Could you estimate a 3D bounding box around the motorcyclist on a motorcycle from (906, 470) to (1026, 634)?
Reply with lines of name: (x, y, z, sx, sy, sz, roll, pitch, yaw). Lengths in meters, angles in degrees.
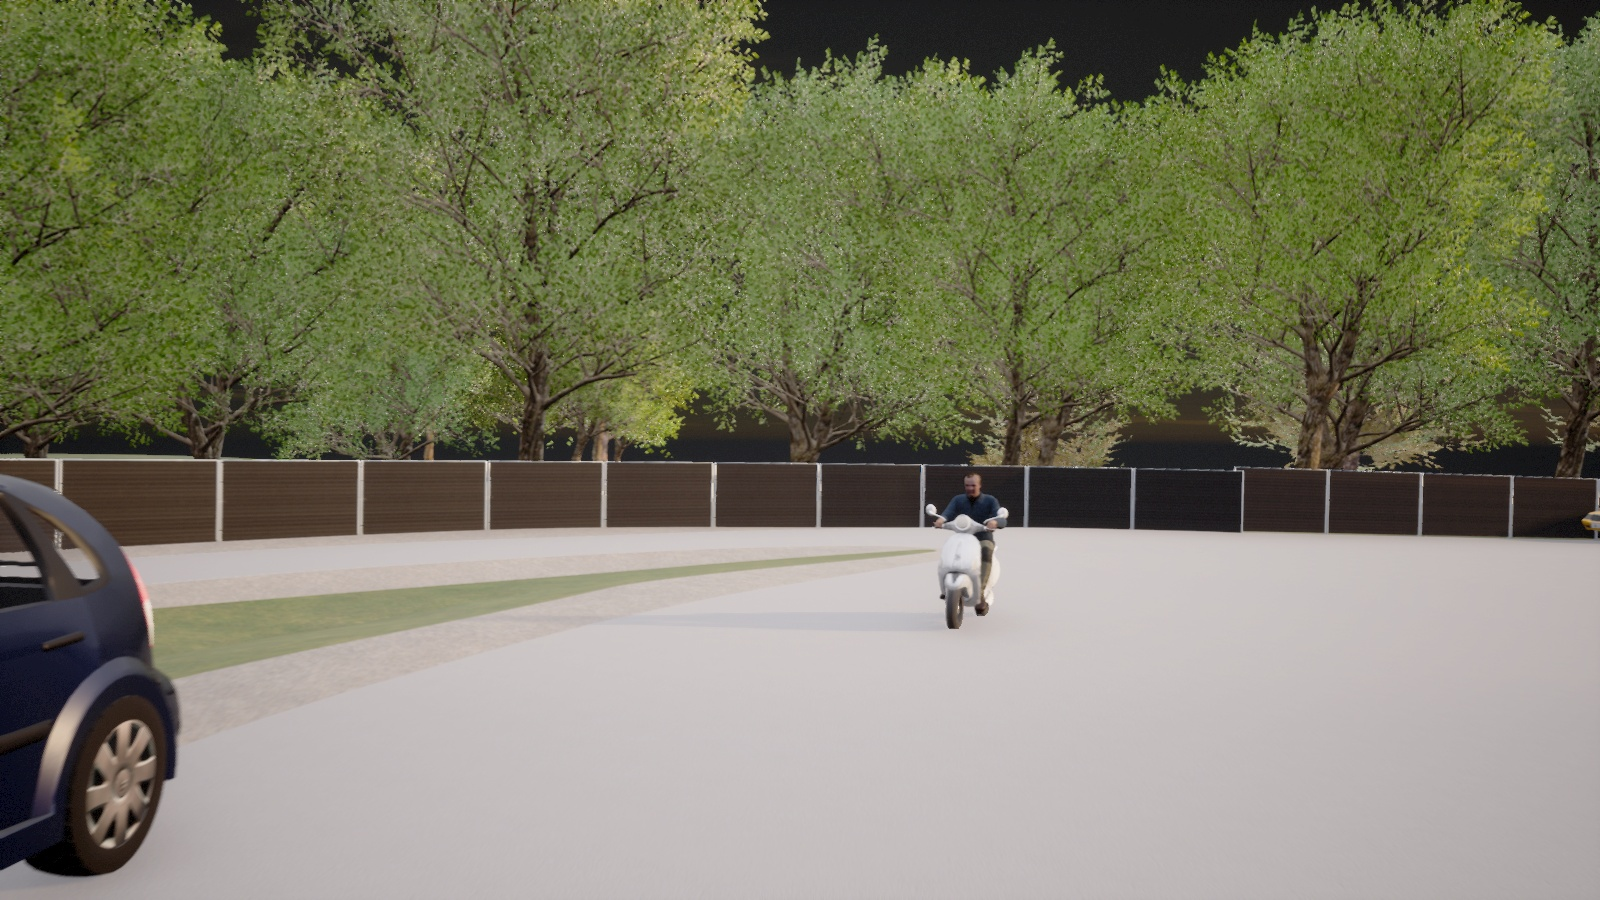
motorcyclist on a motorcycle: (1.789, 1.020, 13.295, 0.866, 1.590, 1.817, 1, -1, 20)

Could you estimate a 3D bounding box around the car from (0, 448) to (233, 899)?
car: (-3.474, 0.763, 3.536, 1.851, 1.617, 3.988, 2, -1, 1)

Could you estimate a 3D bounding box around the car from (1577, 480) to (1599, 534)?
car: (26.911, 1.860, 38.382, 5.366, 1.575, 1.801, 2, 2, -7)
